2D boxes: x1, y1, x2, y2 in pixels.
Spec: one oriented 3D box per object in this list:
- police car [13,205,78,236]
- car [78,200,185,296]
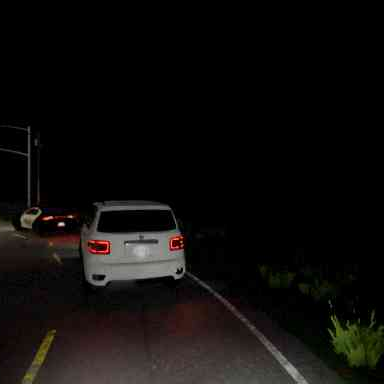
[{"bbox_3d":[-8.369,1.501,18.675,2.038,1.542,4.974,0,0,-45],"label":"police car"},{"bbox_3d":[-1.859,1.221,9.021,2.150,2.045,5.566,0,0,-19],"label":"car"}]
